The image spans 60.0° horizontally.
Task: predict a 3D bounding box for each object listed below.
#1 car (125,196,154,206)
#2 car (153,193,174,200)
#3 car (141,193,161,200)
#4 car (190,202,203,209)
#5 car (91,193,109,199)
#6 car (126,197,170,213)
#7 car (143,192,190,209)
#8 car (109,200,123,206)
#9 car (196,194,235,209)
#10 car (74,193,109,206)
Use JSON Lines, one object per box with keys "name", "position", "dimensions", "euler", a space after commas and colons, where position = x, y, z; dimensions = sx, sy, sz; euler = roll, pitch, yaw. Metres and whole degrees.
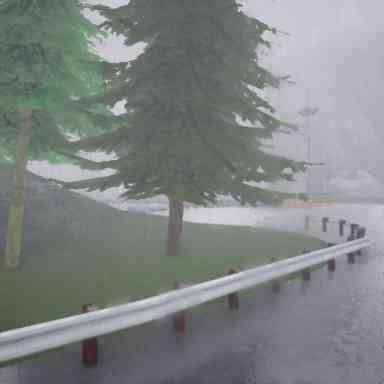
{"name": "car", "position": [-8.256, 1.370, 52.155], "dimensions": [4.718, 1.301, 1.895], "euler": [1, 1, 42]}
{"name": "car", "position": [-6.822, 0.934, 79.096], "dimensions": [5.008, 1.535, 1.882], "euler": [1, 1, 42]}
{"name": "car", "position": [-9.455, 1.008, 76.754], "dimensions": [4.674, 1.442, 1.812], "euler": [1, 1, 42]}
{"name": "car", "position": [-1.410, 1.037, 41.395], "dimensions": [5.566, 2.045, 2.150], "euler": [1, 1, 41]}
{"name": "car", "position": [-21.585, 0.890, 78.168], "dimensions": [4.674, 1.442, 1.812], "euler": [1, 1, 42]}
{"name": "car", "position": [-4.648, 1.478, 34.925], "dimensions": [4.718, 1.301, 1.895], "euler": [0, 1, 41]}
{"name": "car", "position": [-2.964, 1.202, 38.105], "dimensions": [4.553, 1.767, 2.097], "euler": [0, 0, 41]}
{"name": "car", "position": [-12.575, 1.308, 51.312], "dimensions": [4.674, 1.442, 1.812], "euler": [0, 1, 42]}
{"name": "car", "position": [2.930, 1.147, 42.245], "dimensions": [4.553, 1.767, 2.097], "euler": [0, 0, 41]}
{"name": "car", "position": [-14.666, 1.318, 48.484], "dimensions": [4.892, 1.490, 1.837], "euler": [0, 0, 42]}
